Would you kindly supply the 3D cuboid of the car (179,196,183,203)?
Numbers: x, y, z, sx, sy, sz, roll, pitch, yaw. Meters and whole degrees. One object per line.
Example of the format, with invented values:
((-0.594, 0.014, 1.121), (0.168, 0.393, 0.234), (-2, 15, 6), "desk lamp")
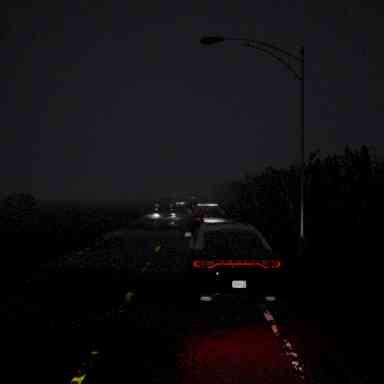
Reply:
((-2.646, 1.453, 66.990), (1.994, 1.385, 4.181), (0, 0, 0), "car")

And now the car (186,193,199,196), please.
((0.093, 1.134, 60.053), (2.150, 2.045, 5.566), (0, 0, 0), "car")

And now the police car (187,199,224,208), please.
((0.853, 1.415, 18.454), (1.930, 1.638, 5.238), (0, 0, 0), "police car")

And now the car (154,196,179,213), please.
((-2.795, 1.319, 35.657), (2.097, 1.767, 4.553), (0, 0, 0), "car")

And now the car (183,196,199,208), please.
((0.116, 1.549, 46.088), (1.895, 1.301, 4.718), (0, 0, 1), "car")

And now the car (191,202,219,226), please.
((0.862, 1.509, 24.344), (1.812, 1.442, 4.674), (0, 0, 0), "car")

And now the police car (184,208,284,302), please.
((0.837, 1.423, 8.455), (1.930, 1.638, 5.238), (0, 0, 0), "police car")
